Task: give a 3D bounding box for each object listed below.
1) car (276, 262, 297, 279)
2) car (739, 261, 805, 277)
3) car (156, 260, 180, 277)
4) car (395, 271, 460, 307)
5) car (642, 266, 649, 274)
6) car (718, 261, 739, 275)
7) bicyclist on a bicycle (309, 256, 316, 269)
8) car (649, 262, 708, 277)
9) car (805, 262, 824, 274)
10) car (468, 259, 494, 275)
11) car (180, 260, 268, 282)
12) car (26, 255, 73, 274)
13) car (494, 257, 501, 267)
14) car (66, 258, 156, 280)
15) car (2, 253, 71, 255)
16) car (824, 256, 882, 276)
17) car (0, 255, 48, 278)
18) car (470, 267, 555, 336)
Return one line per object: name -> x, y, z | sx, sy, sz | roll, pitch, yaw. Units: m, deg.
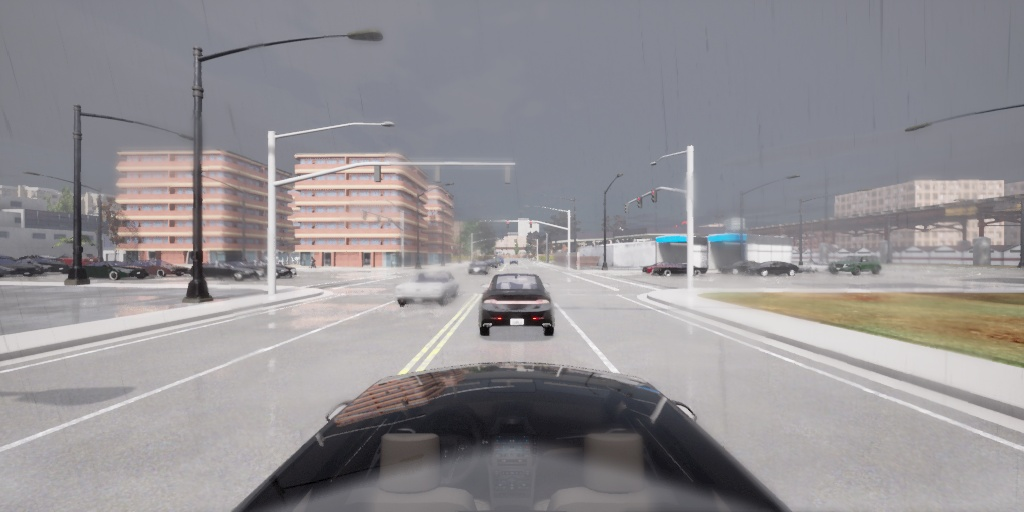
car -> -20.660, 1.109, 29.999 | 4.902, 1.511, 2.128 | 1, 0, 1
car -> 25.914, 1.255, 35.803 | 4.892, 1.490, 1.837 | 0, 0, -5
car -> -30.403, 1.025, 30.250 | 5.357, 1.411, 2.033 | 1, 0, 1
car -> -3.530, 1.351, 15.724 | 1.895, 1.301, 4.718 | 0, 0, 0
car -> 16.475, 1.314, 39.179 | 4.181, 1.385, 1.994 | 0, 0, 1
car -> 25.220, 1.255, 39.256 | 4.892, 1.490, 1.837 | 0, 0, -5
bicyclist on a bicycle -> -25.927, 0.844, 46.628 | 0.582, 1.620, 1.656 | 1, 0, 1
car -> 16.635, 1.351, 35.651 | 4.718, 1.301, 1.895 | 0, 0, 0
car -> 34.885, 1.351, 41.028 | 4.718, 1.301, 1.895 | 0, 0, -19
car -> -3.418, 1.210, 37.521 | 2.128, 1.511, 4.902 | 0, 0, 0
car -> -20.949, 1.109, 26.508 | 4.902, 1.511, 2.128 | 1, 0, 1
car -> -40.294, 0.868, 30.502 | 4.181, 1.385, 1.994 | 1, 0, 1
car -> -3.309, 1.297, 58.288 | 2.033, 1.411, 5.357 | 0, 0, 0
car -> -29.789, 1.054, 26.731 | 4.181, 1.385, 1.994 | 1, 0, 1
car -> -50.377, 0.628, 37.894 | 4.892, 1.490, 1.837 | 1, 0, 2
car -> 36.329, 0.971, 37.857 | 5.566, 2.045, 2.150 | 0, 0, -19
car -> -39.042, 0.875, 26.967 | 5.357, 1.411, 2.033 | 1, 0, 1
car -> 0.121, 1.242, 10.343 | 2.128, 1.511, 4.902 | 0, 0, 0
